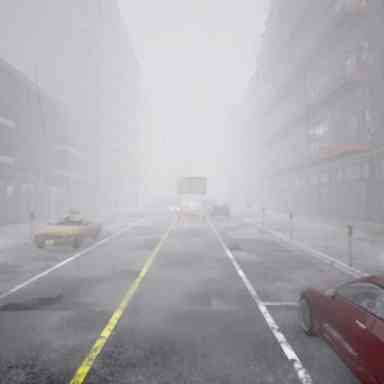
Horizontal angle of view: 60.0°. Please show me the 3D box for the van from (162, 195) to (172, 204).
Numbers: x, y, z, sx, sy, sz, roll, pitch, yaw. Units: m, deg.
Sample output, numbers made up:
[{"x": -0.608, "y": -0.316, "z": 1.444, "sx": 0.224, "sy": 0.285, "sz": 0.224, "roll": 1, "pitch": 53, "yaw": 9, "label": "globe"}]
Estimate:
[{"x": -5.297, "y": 1.639, "z": 70.243, "sx": 1.690, "sy": 1.788, "sz": 3.998, "roll": 2, "pitch": 0, "yaw": 0, "label": "van"}]

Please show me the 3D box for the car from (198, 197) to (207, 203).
[{"x": 2.576, "y": 1.914, "z": 81.243, "sx": 1.887, "sy": 1.381, "sz": 4.507, "roll": 1, "pitch": 0, "yaw": 0, "label": "car"}]

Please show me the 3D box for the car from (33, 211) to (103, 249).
[{"x": -5.295, "y": 1.566, "z": 14.775, "sx": 1.752, "sy": 1.417, "sz": 4.829, "roll": 2, "pitch": 0, "yaw": 0, "label": "car"}]

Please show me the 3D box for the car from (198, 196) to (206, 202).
[{"x": 2.585, "y": 1.848, "z": 86.775, "sx": 1.967, "sy": 1.590, "sz": 4.097, "roll": 1, "pitch": 0, "yaw": 0, "label": "car"}]

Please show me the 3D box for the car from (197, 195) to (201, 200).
[{"x": 2.577, "y": 1.878, "z": 75.713, "sx": 1.887, "sy": 1.381, "sz": 4.507, "roll": 1, "pitch": 0, "yaw": 0, "label": "car"}]

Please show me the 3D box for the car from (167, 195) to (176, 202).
[{"x": -5.299, "y": 1.722, "z": 86.835, "sx": 2.192, "sy": 1.841, "sz": 5.009, "roll": 1, "pitch": 0, "yaw": 0, "label": "car"}]

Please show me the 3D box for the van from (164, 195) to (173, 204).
[{"x": -5.299, "y": 1.674, "z": 75.775, "sx": 1.690, "sy": 1.788, "sz": 3.998, "roll": 1, "pitch": 0, "yaw": 0, "label": "van"}]

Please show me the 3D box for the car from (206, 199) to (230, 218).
[{"x": 2.582, "y": 1.647, "z": 31.467, "sx": 1.887, "sy": 1.381, "sz": 4.507, "roll": 1, "pitch": 0, "yaw": 0, "label": "car"}]

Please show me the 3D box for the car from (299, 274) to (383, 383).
[{"x": 2.584, "y": 1.592, "z": 3.818, "sx": 1.802, "sy": 1.307, "sz": 4.206, "roll": 2, "pitch": 0, "yaw": 0, "label": "car"}]

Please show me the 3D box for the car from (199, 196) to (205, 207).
[{"x": 2.579, "y": 1.752, "z": 53.589, "sx": 1.887, "sy": 1.381, "sz": 4.507, "roll": 1, "pitch": 0, "yaw": 0, "label": "car"}]

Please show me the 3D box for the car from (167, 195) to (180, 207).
[{"x": -2.817, "y": 1.717, "z": 57.209, "sx": 2.128, "sy": 1.511, "sz": 4.902, "roll": 0, "pitch": 0, "yaw": 0, "label": "car"}]

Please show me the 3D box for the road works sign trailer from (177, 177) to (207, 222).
[{"x": -0.015, "y": 0.548, "z": 27.141, "sx": 2.380, "sy": 3.560, "sz": 2.880, "roll": 0, "pitch": 0, "yaw": 0, "label": "road works sign trailer"}]

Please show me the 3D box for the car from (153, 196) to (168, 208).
[{"x": -5.301, "y": 1.731, "z": 53.482, "sx": 1.752, "sy": 1.417, "sz": 4.829, "roll": 2, "pitch": 0, "yaw": 0, "label": "car"}]

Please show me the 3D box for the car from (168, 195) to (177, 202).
[{"x": -5.300, "y": 1.761, "z": 92.365, "sx": 2.192, "sy": 1.841, "sz": 5.009, "roll": 1, "pitch": 0, "yaw": 0, "label": "car"}]

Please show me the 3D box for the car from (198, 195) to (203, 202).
[{"x": 2.578, "y": 1.787, "z": 59.121, "sx": 2.008, "sy": 1.369, "sz": 4.403, "roll": 1, "pitch": 0, "yaw": 0, "label": "car"}]

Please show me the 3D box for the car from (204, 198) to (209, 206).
[{"x": 2.581, "y": 1.652, "z": 37.169, "sx": 1.752, "sy": 1.417, "sz": 4.829, "roll": 1, "pitch": 0, "yaw": 0, "label": "car"}]
